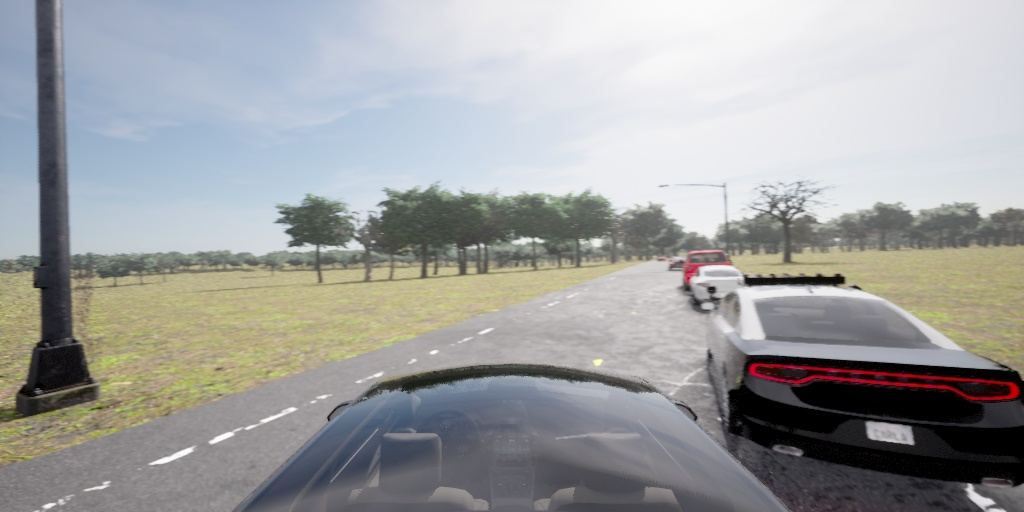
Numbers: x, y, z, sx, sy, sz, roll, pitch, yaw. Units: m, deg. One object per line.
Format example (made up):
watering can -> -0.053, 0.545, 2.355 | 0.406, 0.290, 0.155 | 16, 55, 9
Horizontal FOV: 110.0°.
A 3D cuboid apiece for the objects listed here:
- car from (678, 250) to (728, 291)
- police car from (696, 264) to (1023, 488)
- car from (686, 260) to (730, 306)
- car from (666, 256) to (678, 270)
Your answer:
car -> 10.447, 0.732, 19.483 | 2.150, 2.045, 5.566 | -2, -1, 24
police car -> 3.825, 1.057, 4.945 | 1.930, 1.638, 5.238 | -2, -1, 25
car -> 7.985, 1.079, 13.960 | 1.812, 1.442, 4.674 | -2, -1, 24
car -> 19.364, 0.906, 41.951 | 1.812, 1.442, 4.674 | -2, -1, 24
